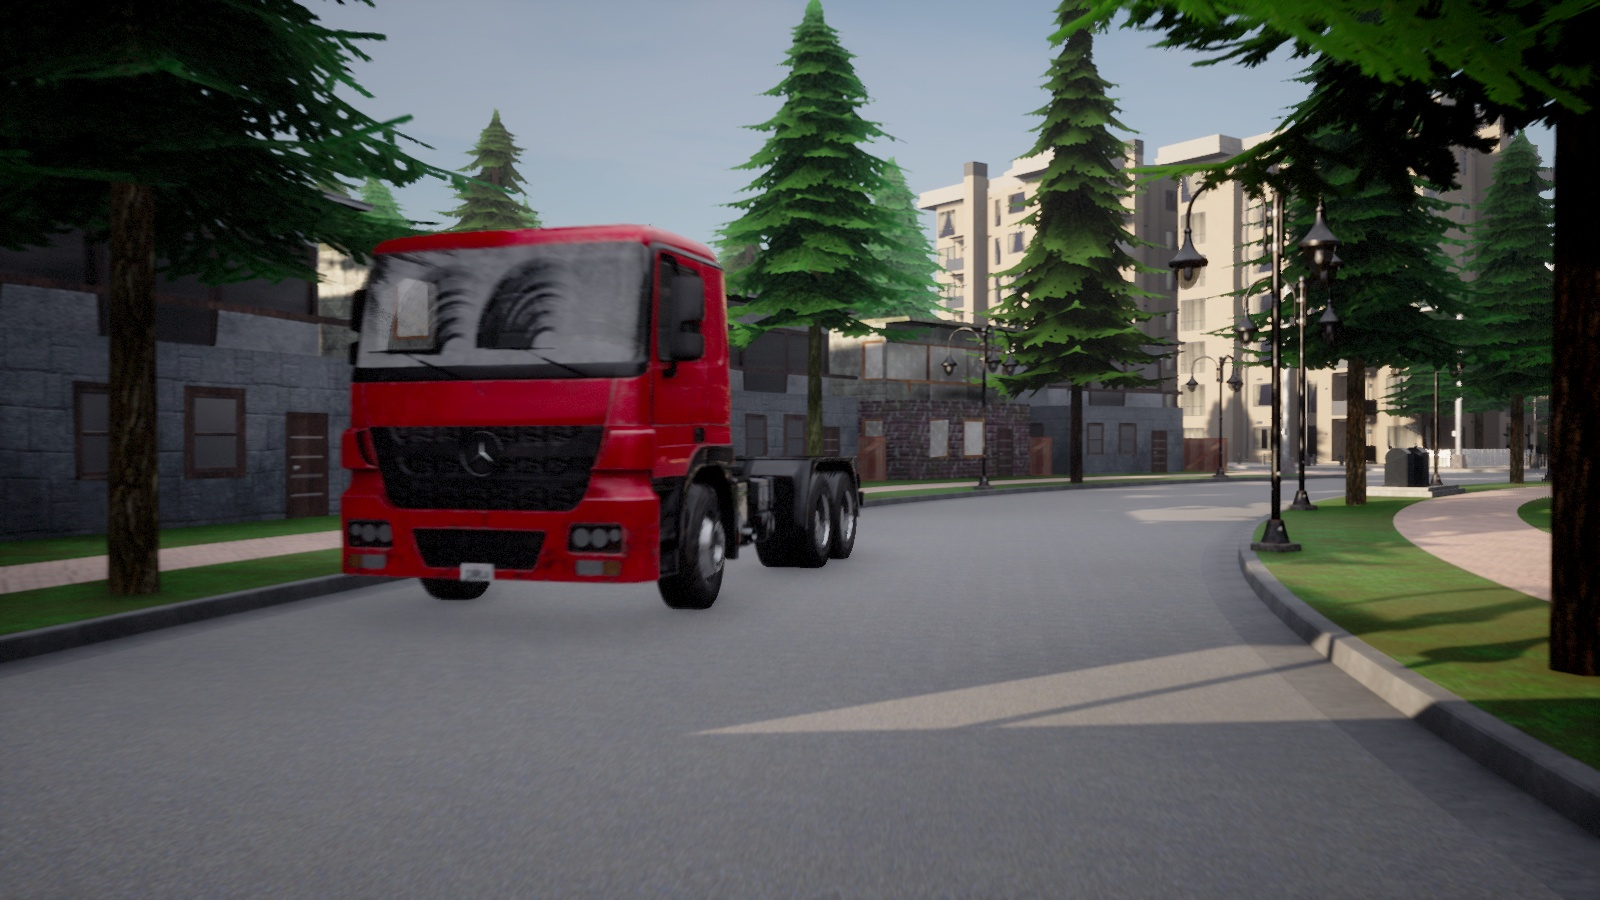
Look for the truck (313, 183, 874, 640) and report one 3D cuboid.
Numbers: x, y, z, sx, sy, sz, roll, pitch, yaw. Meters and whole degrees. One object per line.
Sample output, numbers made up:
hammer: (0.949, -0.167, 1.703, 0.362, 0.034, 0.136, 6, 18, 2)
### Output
truck: (-1.496, -0.314, 13.731, 2.891, 3.462, 7.936, 0, 0, 16)
